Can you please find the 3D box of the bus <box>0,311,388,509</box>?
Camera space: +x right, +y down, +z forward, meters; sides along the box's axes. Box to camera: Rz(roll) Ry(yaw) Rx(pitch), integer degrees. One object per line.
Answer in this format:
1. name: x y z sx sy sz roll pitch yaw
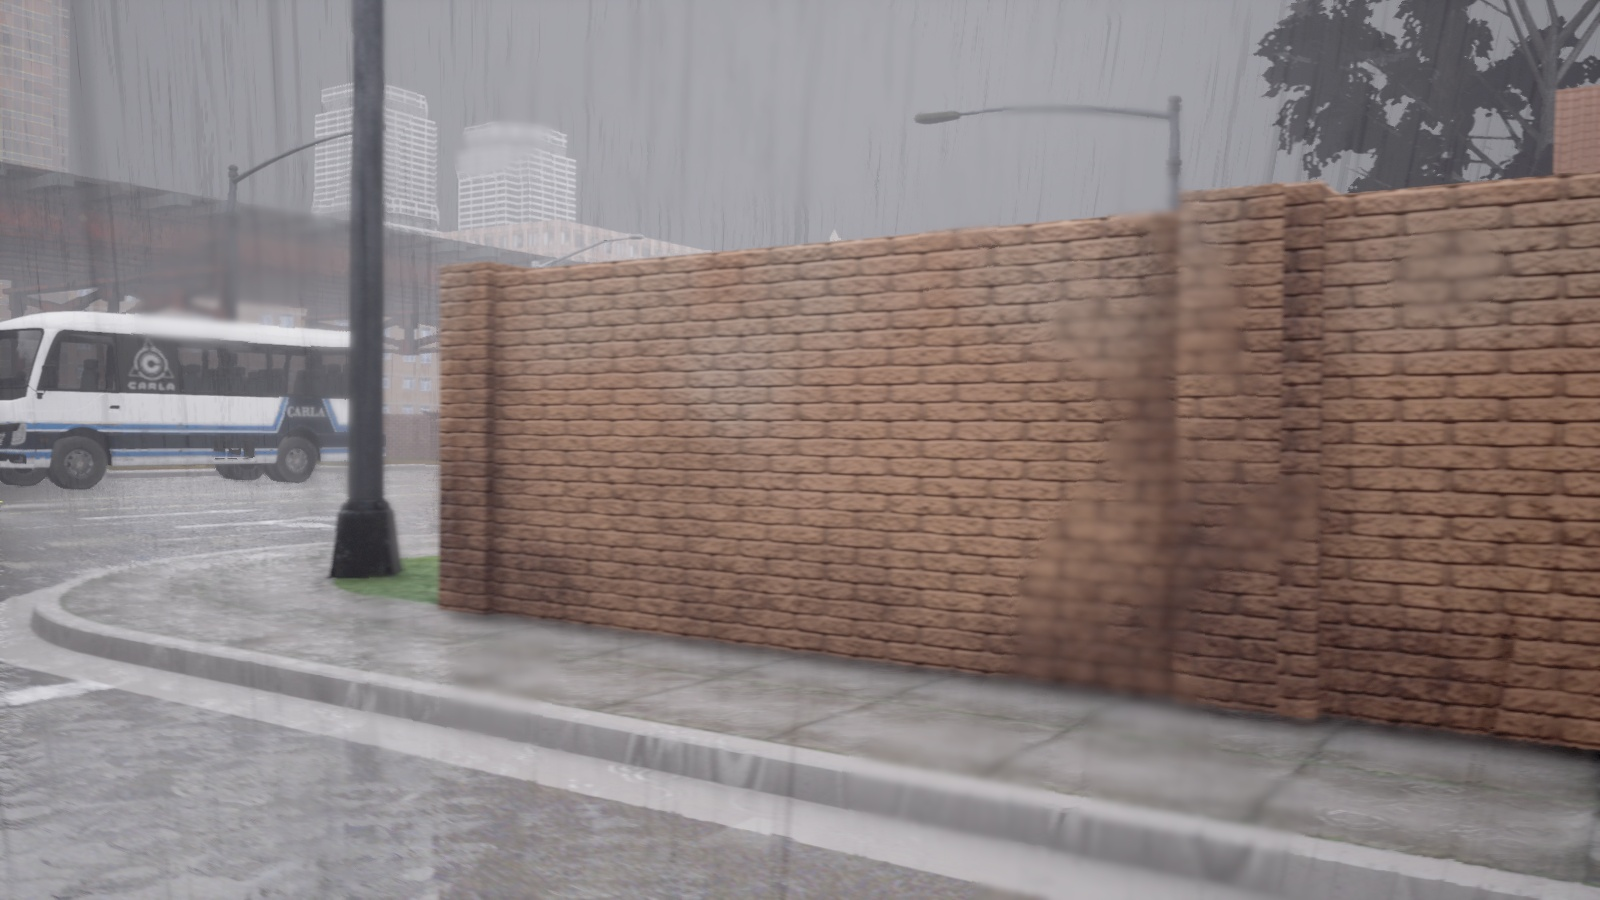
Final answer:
1. bus: -16.109 -0.938 32.117 3.944 4.253 10.273 0 1 34
